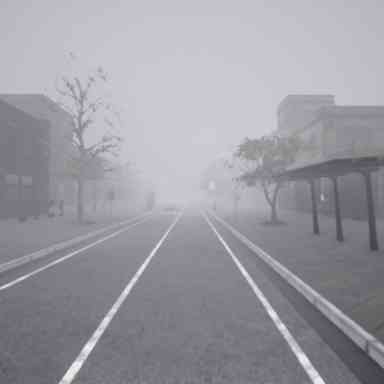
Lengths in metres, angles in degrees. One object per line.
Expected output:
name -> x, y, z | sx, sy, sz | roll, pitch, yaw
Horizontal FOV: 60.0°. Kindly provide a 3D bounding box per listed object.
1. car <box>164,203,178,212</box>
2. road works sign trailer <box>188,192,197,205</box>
car -> -3.073, 2.284, 49.843 | 1.994, 1.385, 4.181 | 0, -1, 0
road works sign trailer -> 0.017, 1.589, 88.602 | 2.380, 3.560, 2.880 | 0, 0, 0
